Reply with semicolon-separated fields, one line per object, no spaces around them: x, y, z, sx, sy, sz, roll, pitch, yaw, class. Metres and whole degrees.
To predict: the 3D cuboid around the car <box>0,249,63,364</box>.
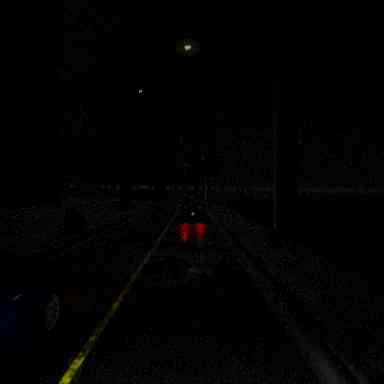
-3.098;1.516;3.968;1.812;1.442;4.674;0;0;0;car

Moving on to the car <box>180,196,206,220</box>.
0.066;1.366;26.545;2.128;1.511;4.902;0;0;0;car
